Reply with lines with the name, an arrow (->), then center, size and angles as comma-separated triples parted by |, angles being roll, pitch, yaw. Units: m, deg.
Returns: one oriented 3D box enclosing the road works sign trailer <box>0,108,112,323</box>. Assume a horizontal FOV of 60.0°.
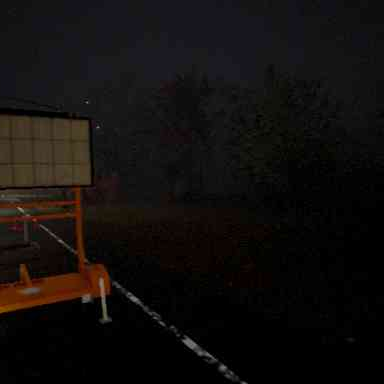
road works sign trailer -> -3.026, 0.345, 6.011 | 2.380, 3.560, 2.880 | -3, 2, -31
